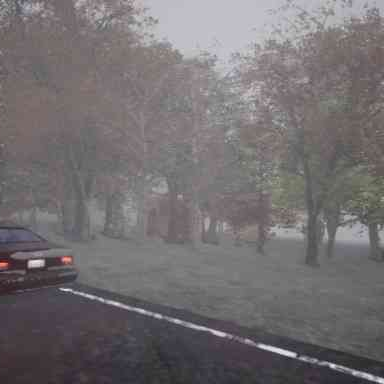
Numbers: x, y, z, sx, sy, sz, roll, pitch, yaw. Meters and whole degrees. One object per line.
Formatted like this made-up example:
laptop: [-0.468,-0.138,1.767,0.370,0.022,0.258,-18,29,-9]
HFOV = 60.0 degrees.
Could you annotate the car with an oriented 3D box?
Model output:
car: [-4.675,1.283,7.058,5.357,1.411,2.033,-1,-6,35]
